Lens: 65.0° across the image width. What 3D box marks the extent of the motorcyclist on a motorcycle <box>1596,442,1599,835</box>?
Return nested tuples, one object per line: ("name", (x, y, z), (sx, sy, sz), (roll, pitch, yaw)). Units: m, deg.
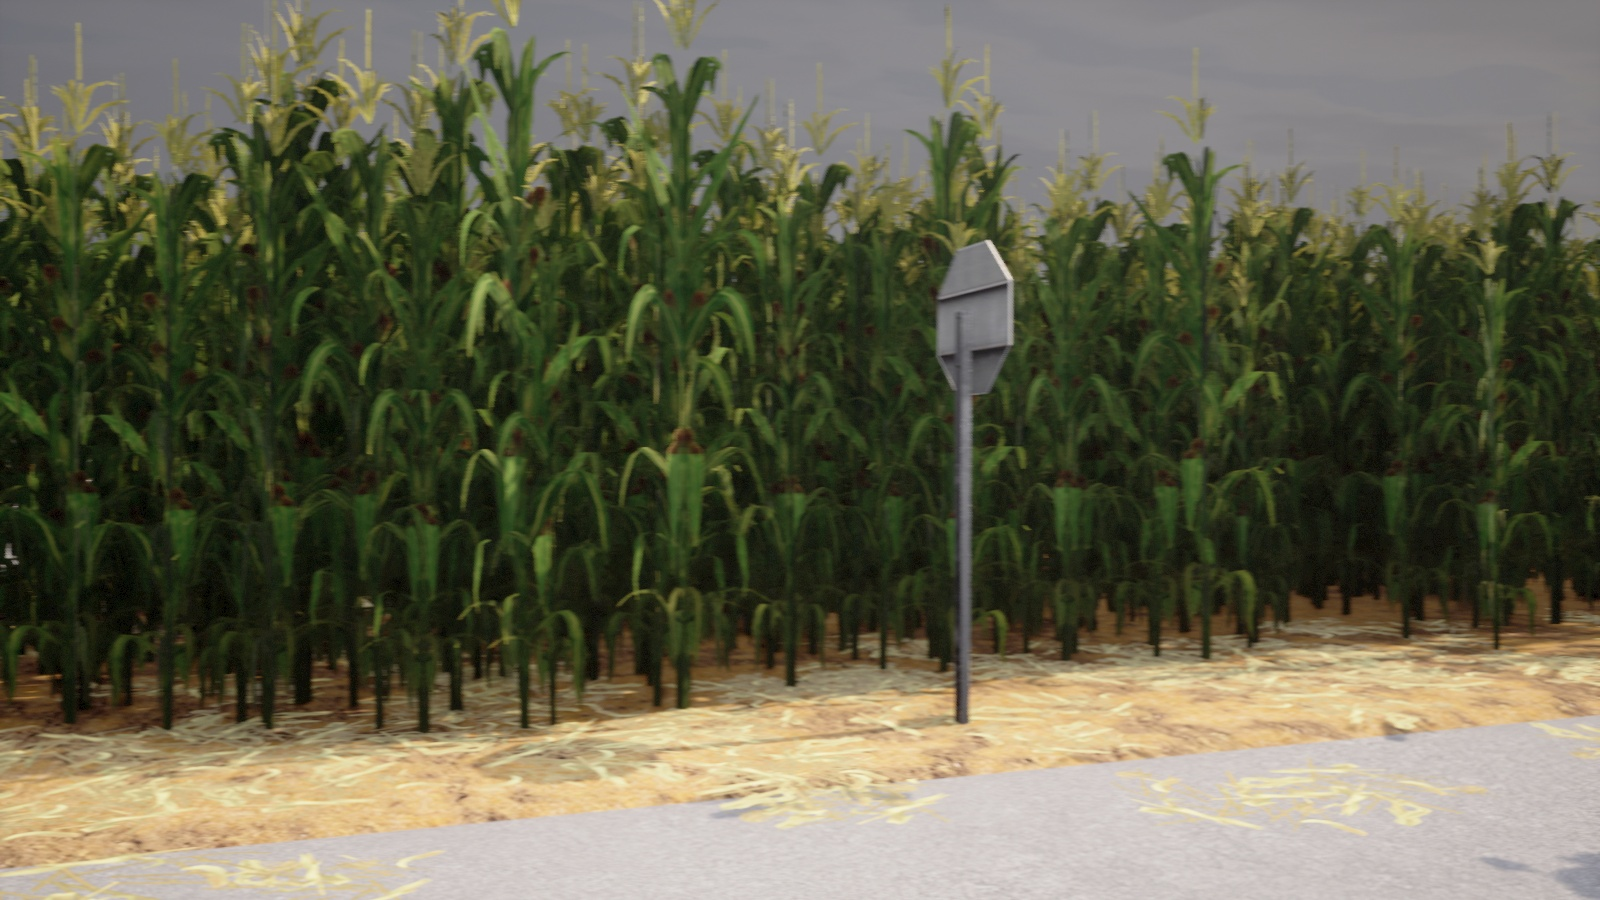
("motorcyclist on a motorcycle", (4.186, 0.728, 4.853), (2.044, 1.523, 0.797), (0, 0, -20))
